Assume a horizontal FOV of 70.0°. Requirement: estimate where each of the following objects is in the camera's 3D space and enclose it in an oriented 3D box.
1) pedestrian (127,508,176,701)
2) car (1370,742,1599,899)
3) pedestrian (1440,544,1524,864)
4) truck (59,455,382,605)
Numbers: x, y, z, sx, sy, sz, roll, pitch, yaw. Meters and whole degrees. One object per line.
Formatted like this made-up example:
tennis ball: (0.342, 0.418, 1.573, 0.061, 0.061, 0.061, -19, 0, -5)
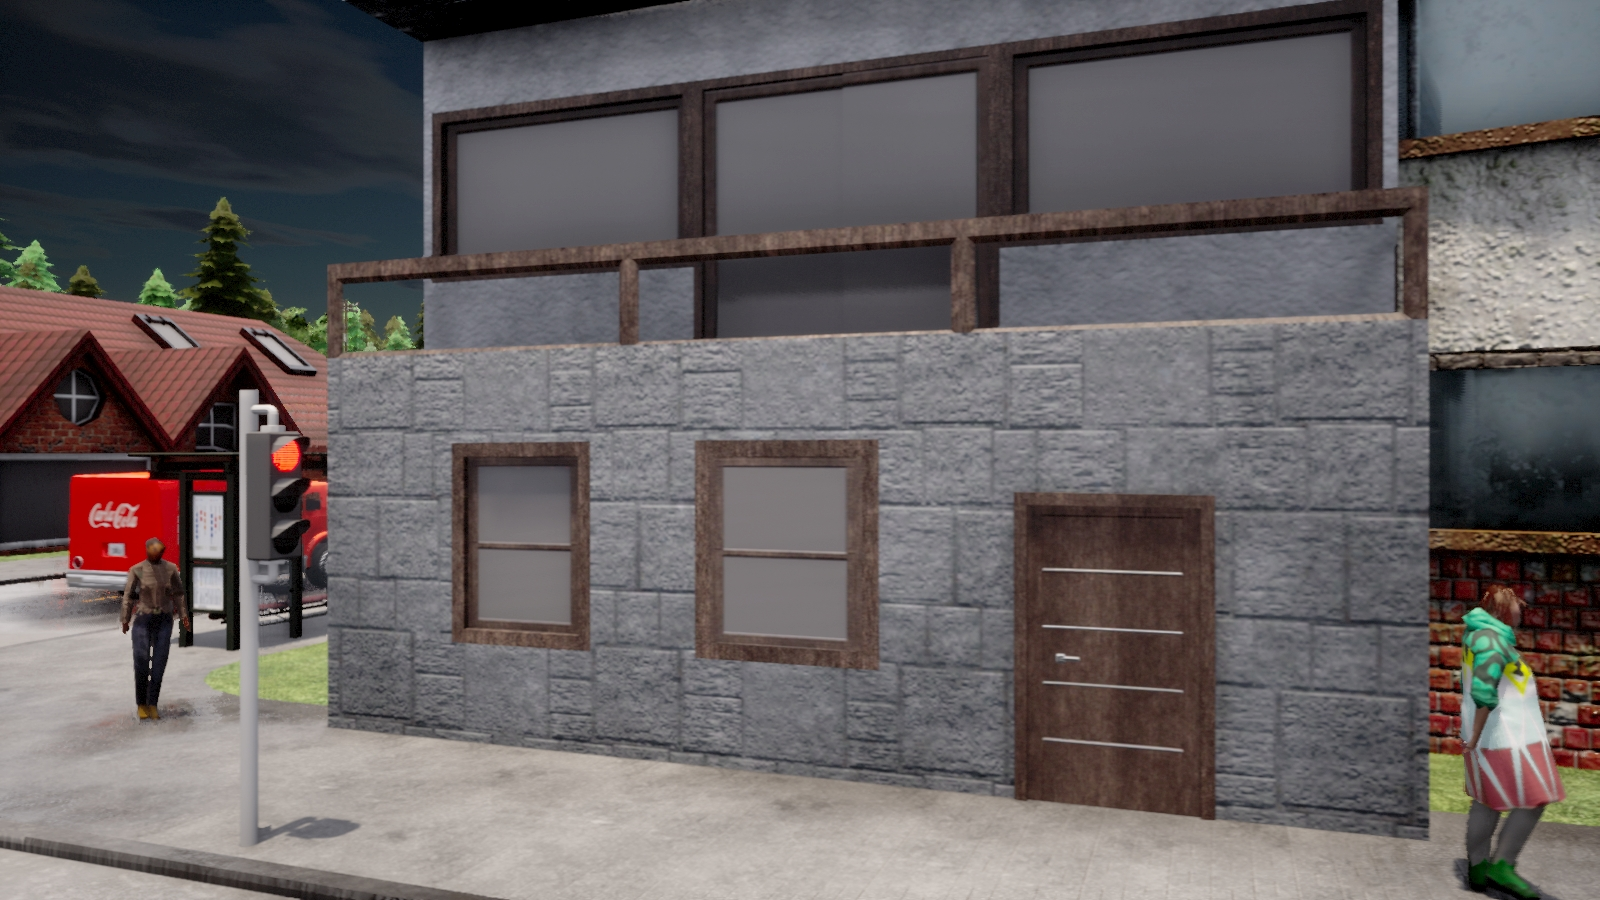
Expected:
pedestrian: (-6.513, 1.529, 11.472, 0.375, 1.860, 0.375, 0, 0, -39)
car: (3.433, 1.804, 2.542, 3.705, 1.549, 1.789, 0, 0, 20)
pedestrian: (4.176, 1.523, 7.011, 0.375, 1.860, 0.375, 0, 0, 19)
truck: (-11.047, 1.381, 22.329, 2.627, 2.467, 5.204, 0, 1, 21)
